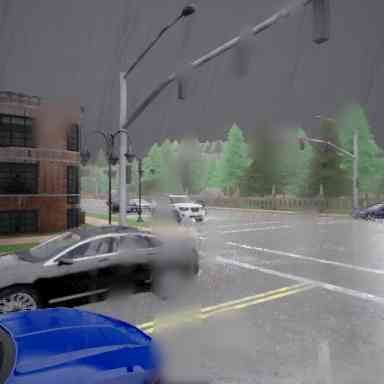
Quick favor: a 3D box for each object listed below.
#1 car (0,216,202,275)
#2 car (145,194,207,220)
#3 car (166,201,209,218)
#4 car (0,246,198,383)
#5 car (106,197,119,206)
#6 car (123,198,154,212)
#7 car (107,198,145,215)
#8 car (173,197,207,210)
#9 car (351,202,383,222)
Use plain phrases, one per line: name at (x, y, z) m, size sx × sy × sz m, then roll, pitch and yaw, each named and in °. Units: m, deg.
car at (-2.077, 1.491, 6.794) m, size 4.902 × 1.511 × 2.128 m, roll 0°, pitch 0°, yaw -35°
car at (-1.230, 1.221, 25.806) m, size 2.150 × 2.045 × 5.566 m, roll 0°, pitch 0°, yaw -33°
car at (-0.477, 1.564, 30.789) m, size 1.994 × 1.385 × 4.181 m, roll 0°, pitch 0°, yaw -35°
car at (-2.481, 1.478, 1.971) m, size 5.008 × 1.535 × 1.882 m, roll 0°, pitch 0°, yaw -36°
car at (-12.617, 1.564, 54.574) m, size 1.994 × 1.385 × 4.181 m, roll 0°, pitch 0°, yaw -35°
car at (-6.349, 1.526, 39.232) m, size 1.812 × 1.442 × 4.674 m, roll 0°, pitch 0°, yaw -35°
car at (-6.639, 1.564, 33.513) m, size 1.994 × 1.385 × 4.181 m, roll 0°, pitch 0°, yaw -34°
car at (-0.336, 1.491, 43.111) m, size 2.128 × 1.511 × 4.902 m, roll 0°, pitch 0°, yaw -35°
car at (14.686, 1.525, 25.476) m, size 4.674 × 1.442 × 1.812 m, roll 0°, pitch 1°, yaw -2°
